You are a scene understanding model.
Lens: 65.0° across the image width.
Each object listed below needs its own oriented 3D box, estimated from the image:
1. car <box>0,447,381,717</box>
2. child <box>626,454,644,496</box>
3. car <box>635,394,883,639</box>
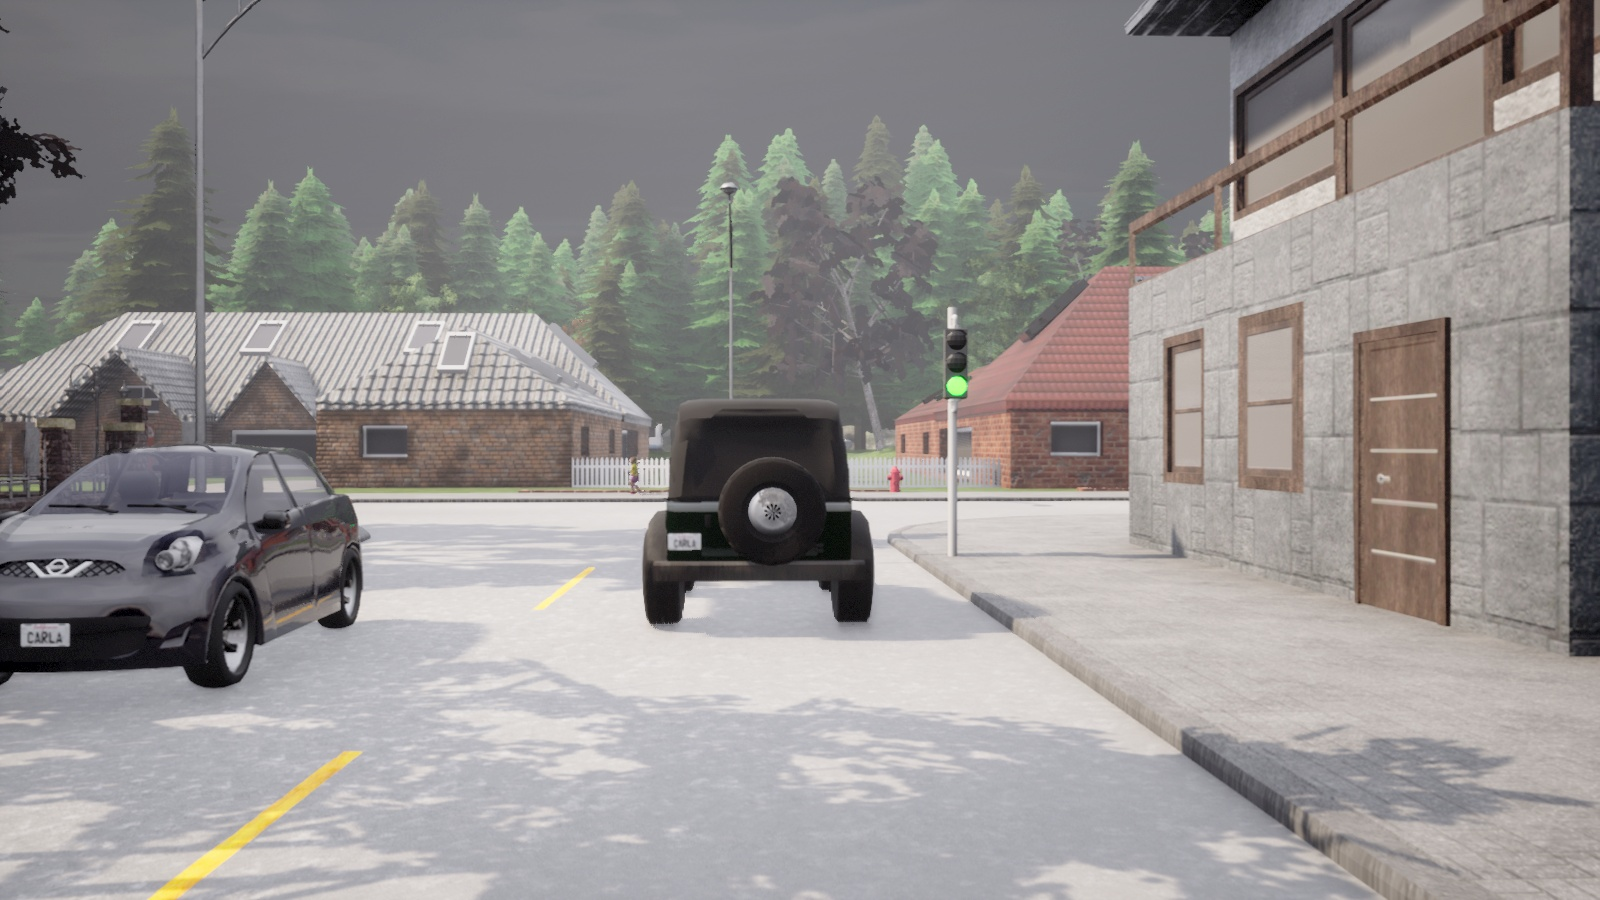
[{"bbox_3d":[-4.350,0.728,8.807,1.845,1.501,3.633,0,0,-4],"label":"car"},{"bbox_3d":[-4.623,0.706,35.263,0.473,1.160,0.299,0,0,-3],"label":"child"},{"bbox_3d":[-0.389,0.503,11.574,1.905,1.878,3.866,0,0,-2],"label":"car"}]
